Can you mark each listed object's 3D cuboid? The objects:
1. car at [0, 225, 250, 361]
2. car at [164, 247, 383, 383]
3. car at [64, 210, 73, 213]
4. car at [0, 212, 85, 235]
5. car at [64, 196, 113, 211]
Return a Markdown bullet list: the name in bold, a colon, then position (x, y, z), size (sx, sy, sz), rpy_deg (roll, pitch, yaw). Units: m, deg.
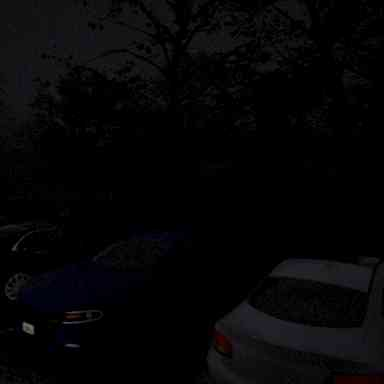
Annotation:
- **car**: position (-0.624, 1.461, 6.266), size (2.097, 1.535, 5.008), rpy_deg (0, 0, 35)
- **car**: position (1.935, 1.516, 4.432), size (2.002, 1.452, 4.674), rpy_deg (0, 0, 35)
- **car**: position (-5.962, 1.471, 10.061), size (2.002, 1.452, 4.674), rpy_deg (0, 0, 36)
- **car**: position (-3.296, 1.447, 8.157), size (2.231, 1.521, 4.892), rpy_deg (0, 0, 35)
- **car**: position (-9.868, 1.193, 31.841), size (2.128, 1.511, 4.902), rpy_deg (-3, -1, 35)
